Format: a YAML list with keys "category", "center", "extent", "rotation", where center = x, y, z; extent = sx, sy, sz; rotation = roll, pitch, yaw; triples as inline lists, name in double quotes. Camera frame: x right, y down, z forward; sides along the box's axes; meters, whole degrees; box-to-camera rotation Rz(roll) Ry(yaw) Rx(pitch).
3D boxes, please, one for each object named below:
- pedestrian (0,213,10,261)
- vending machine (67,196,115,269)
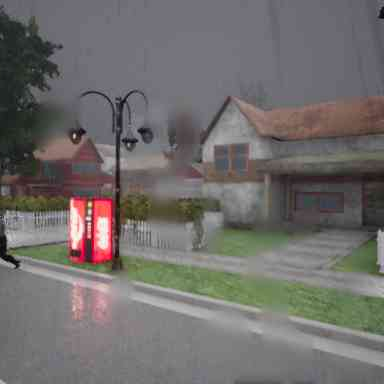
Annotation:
- category: "pedestrian"
  center: [-5.281, 1.268, 9.014]
  extent: [0.375, 1.860, 0.375]
  rotation: [1, 1, 36]
- category: "vending machine"
  center: [-3.105, 1.173, 10.260]
  extent: [0.880, 2.100, 1.100]
  rotation: [1, 0, 36]
